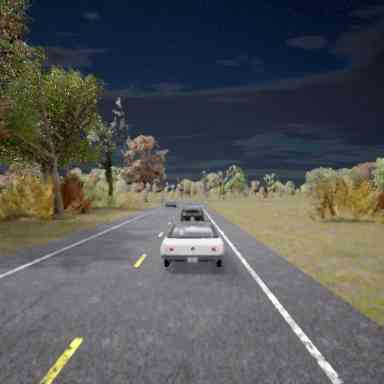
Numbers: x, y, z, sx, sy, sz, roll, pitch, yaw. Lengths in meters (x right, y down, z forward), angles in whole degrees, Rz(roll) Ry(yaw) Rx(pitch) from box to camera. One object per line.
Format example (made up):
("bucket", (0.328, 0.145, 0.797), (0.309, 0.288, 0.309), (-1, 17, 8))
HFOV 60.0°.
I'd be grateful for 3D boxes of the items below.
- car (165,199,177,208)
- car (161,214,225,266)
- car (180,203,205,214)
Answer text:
("car", (-3.565, 1.967, 56.793), (2.033, 1.411, 5.357), (0, 0, 1))
("car", (0.040, 1.693, 11.819), (1.895, 1.301, 4.718), (0, 0, 1))
("car", (0.041, 1.715, 27.432), (1.837, 1.490, 4.892), (0, 0, 0))
